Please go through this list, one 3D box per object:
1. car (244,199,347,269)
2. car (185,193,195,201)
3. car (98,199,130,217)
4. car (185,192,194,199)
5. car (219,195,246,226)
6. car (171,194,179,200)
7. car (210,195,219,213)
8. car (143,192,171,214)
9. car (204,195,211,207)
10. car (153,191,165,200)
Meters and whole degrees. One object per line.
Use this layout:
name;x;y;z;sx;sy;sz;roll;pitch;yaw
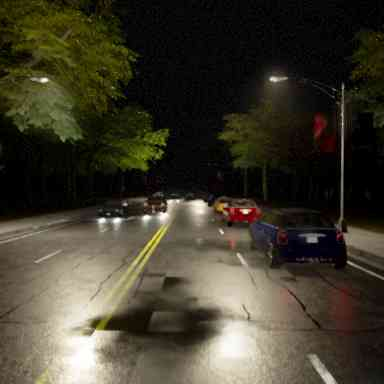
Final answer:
car;3.242;1.291;11.099;2.097;1.767;4.553;0;0;0
car;-0.382;1.056;64.268;2.033;1.411;5.357;0;1;-1
car;-6.674;1.365;29.168;2.033;1.411;5.357;0;0;0
car;-0.594;0.843;79.529;2.033;1.411;5.357;0;1;-1
car;3.210;1.221;22.110;2.097;1.767;4.553;0;0;0
car;-3.746;1.002;72.769;1.895;1.301;4.718;0;1;-1
car;3.153;1.242;33.341;1.801;1.575;5.366;0;0;0
car;-3.440;1.148;31.996;2.097;1.767;4.553;0;0;0
car;3.074;1.126;44.161;2.033;1.649;4.856;0;0;0
car;-6.966;0.770;70.544;2.097;1.767;4.553;0;1;-1
